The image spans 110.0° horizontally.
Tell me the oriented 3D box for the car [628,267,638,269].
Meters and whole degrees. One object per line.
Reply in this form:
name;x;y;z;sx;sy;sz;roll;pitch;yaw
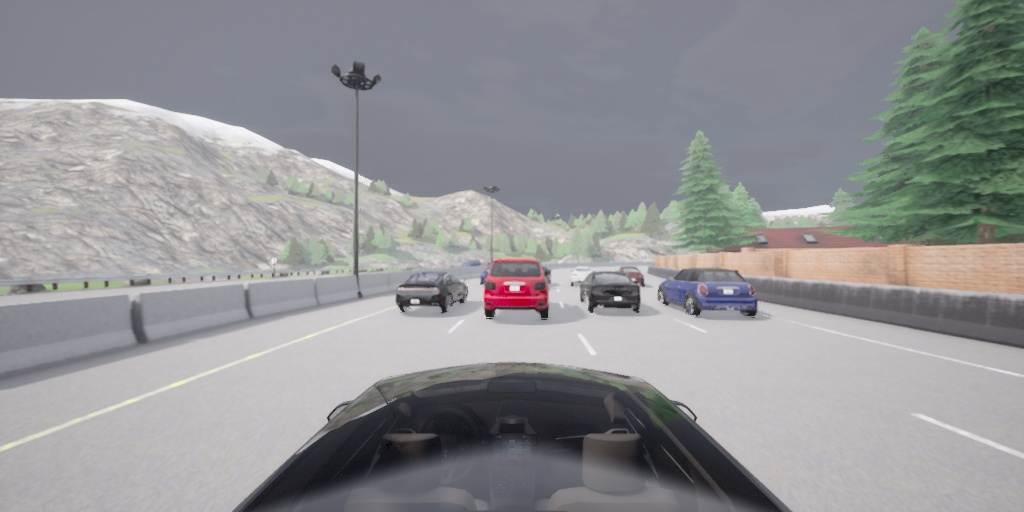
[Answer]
car;9.078;1.545;27.885;1.812;1.442;4.674;0;0;11

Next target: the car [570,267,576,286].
car;5.621;1.550;28.432;1.812;1.442;4.674;0;0;11

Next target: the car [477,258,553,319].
car;0.286;1.097;13.618;2.150;2.045;5.566;0;0;4

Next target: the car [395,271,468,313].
car;-3.117;1.377;14.730;2.128;1.511;4.902;0;0;5

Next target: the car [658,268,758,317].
car;7.362;1.228;14.013;2.097;1.767;4.553;0;-1;5

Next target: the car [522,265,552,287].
car;2.089;1.533;28.588;1.837;1.490;4.892;0;0;10

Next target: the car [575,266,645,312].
car;3.944;1.364;15.037;1.882;1.535;5.008;0;0;5
